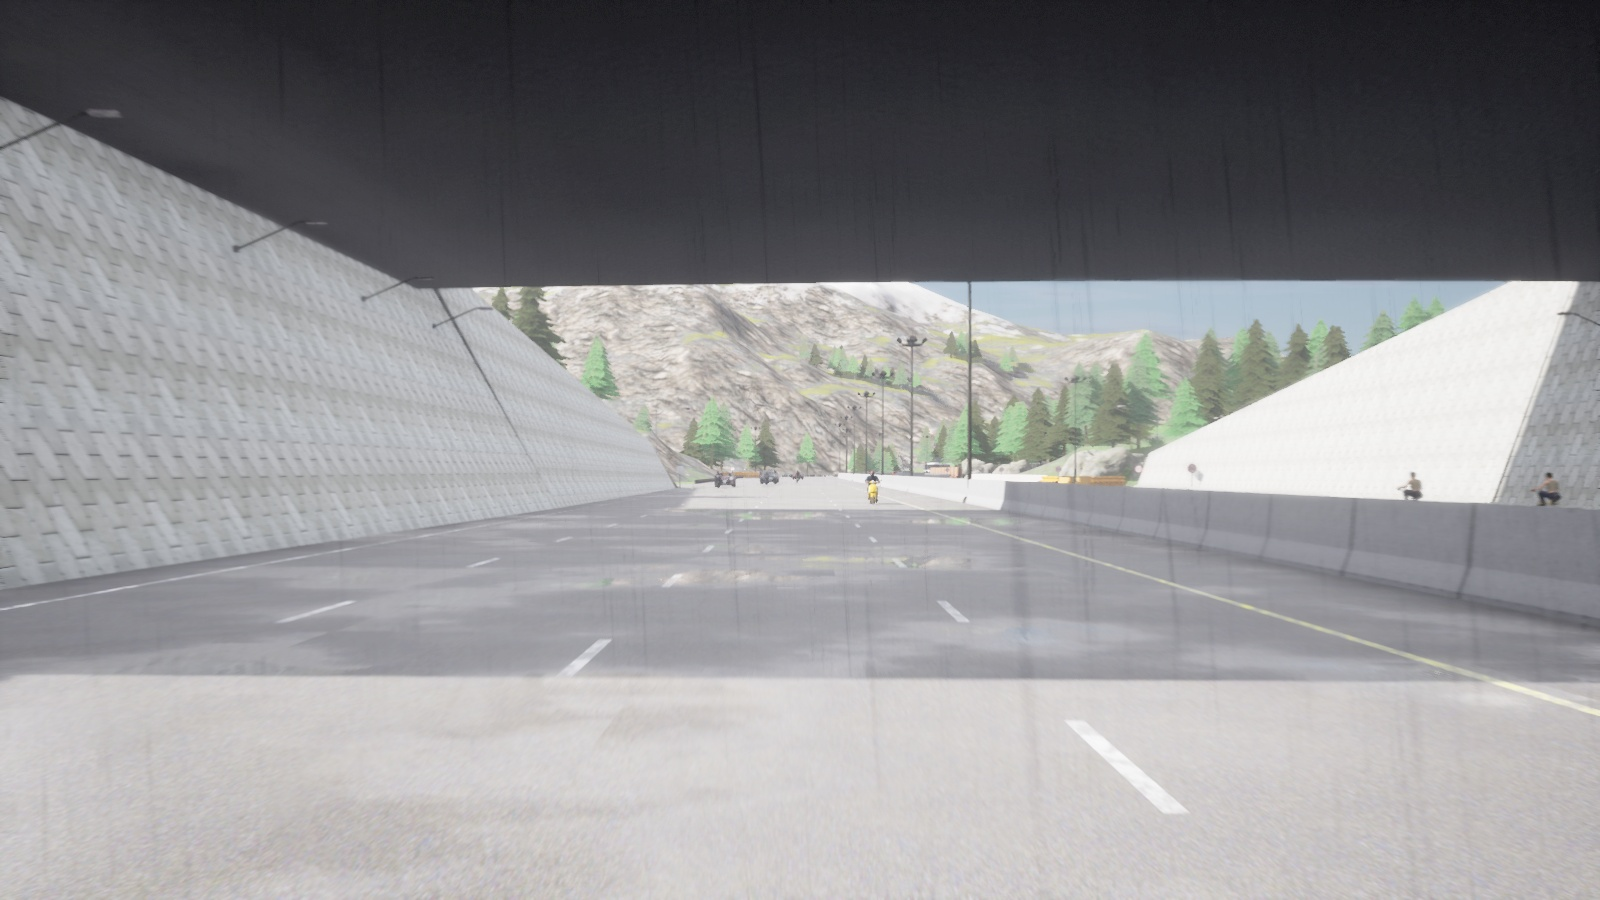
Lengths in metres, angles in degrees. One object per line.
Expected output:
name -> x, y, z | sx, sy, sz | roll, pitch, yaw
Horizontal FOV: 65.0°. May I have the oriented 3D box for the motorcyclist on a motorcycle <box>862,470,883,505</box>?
motorcyclist on a motorcycle -> 3.388, 1.731, 58.548 | 0.866, 1.590, 1.817 | 0, -1, 0
